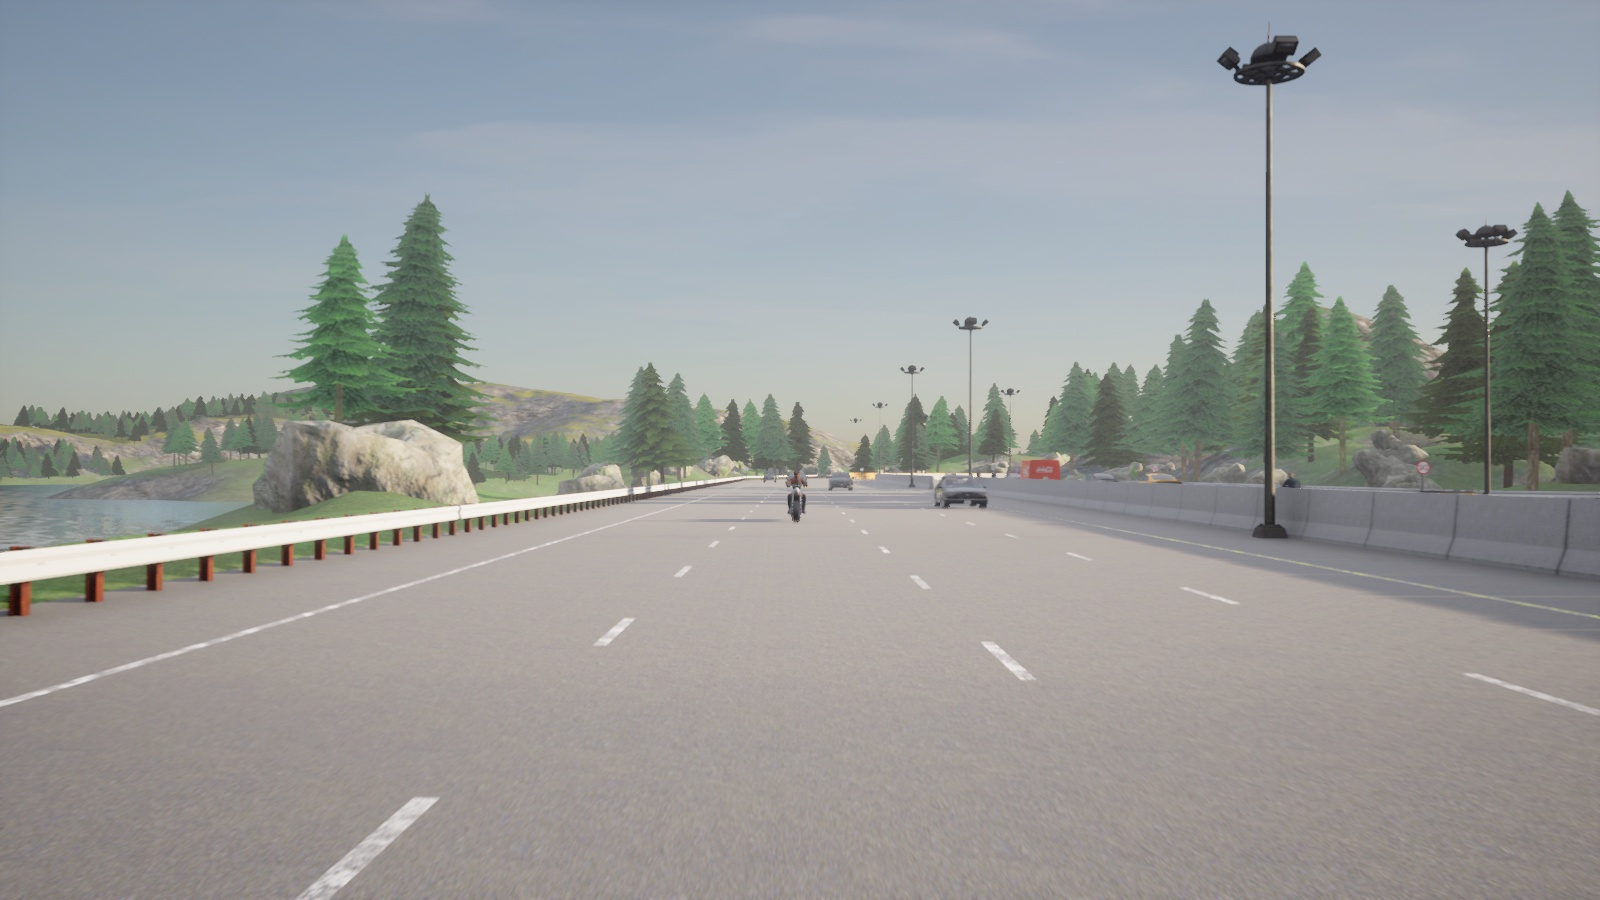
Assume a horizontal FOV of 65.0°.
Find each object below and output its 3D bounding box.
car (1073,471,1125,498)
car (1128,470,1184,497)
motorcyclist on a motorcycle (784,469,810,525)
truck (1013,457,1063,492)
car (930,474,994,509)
[{"bbox_3d":[17.329,1.974,73.090,1.837,1.490,4.892,0,-1,0],"label":"car"},{"bbox_3d":[20.827,1.942,73.640,1.882,1.535,5.008,0,-1,0],"label":"car"},{"bbox_3d":[-0.091,1.411,38.584,0.766,1.649,2.350,0,-1,0],"label":"motorcyclist on a motorcycle"},{"bbox_3d":[17.284,1.787,91.300,2.627,2.467,5.204,0,-1,0],"label":"truck"},{"bbox_3d":[6.874,1.737,53.927,2.033,1.411,5.357,0,-1,0],"label":"car"}]
